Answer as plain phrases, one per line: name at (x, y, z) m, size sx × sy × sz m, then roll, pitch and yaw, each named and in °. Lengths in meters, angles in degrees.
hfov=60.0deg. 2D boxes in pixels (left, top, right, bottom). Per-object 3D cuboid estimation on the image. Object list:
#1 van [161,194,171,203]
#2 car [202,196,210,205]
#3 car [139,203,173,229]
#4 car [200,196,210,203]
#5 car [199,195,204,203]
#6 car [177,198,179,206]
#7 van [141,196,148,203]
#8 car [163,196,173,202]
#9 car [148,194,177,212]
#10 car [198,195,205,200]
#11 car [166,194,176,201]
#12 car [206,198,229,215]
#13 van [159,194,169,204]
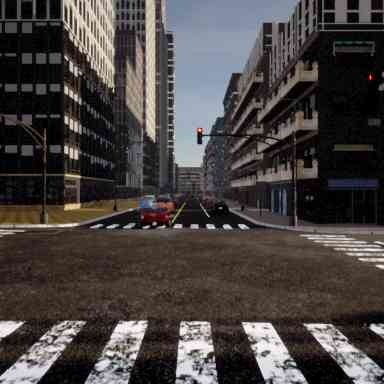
van at (-5.625, 1.355, 72.048) m, size 1.690 × 1.788 × 3.998 m, roll 0°, pitch 0°, yaw 0°
car at (2.729, 1.550, 43.769) m, size 1.887 × 1.381 × 4.507 m, roll 0°, pitch 0°, yaw 0°
car at (-2.515, 1.591, 21.851) m, size 1.895 × 1.301 × 4.718 m, roll 0°, pitch 0°, yaw -8°
car at (2.756, 1.559, 72.040) m, size 1.887 × 1.381 × 4.507 m, roll 0°, pitch 0°, yaw 0°
car at (2.745, 1.561, 60.732) m, size 2.008 × 1.369 × 4.403 m, roll 0°, pitch 0°, yaw 0°
car at (-3.032, 1.608, 52.785) m, size 1.895 × 1.301 × 4.718 m, roll 0°, pitch 0°, yaw 0°
van at (-5.652, 1.346, 43.777) m, size 1.690 × 1.788 × 3.998 m, roll 0°, pitch 0°, yaw 0°
car at (-5.619, 1.567, 77.702) m, size 2.008 × 1.369 × 4.403 m, roll 0°, pitch 0°, yaw 0°
car at (-3.067, 1.357, 35.074) m, size 2.097 × 1.767 × 4.553 m, roll 0°, pitch 0°, yaw 0°
car at (2.777, 1.590, 94.658) m, size 1.947 × 1.339 × 4.313 m, roll 0°, pitch 0°, yaw 0°
car at (-5.609, 1.337, 89.012) m, size 2.192 × 1.841 × 5.009 m, roll 0°, pitch 0°, yaw 0°
car at (2.720, 1.568, 33.802) m, size 1.947 × 1.339 × 4.313 m, roll 0°, pitch 0°, yaw 0°
van at (-5.631, 1.353, 66.394) m, size 1.690 × 1.788 × 3.998 m, roll 0°, pitch 0°, yaw 0°
